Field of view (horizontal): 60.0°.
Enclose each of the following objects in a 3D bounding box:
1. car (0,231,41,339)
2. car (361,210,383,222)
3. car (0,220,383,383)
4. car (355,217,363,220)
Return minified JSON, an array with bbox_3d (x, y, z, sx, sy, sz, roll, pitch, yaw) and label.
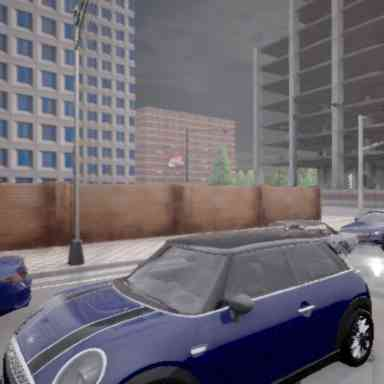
[{"bbox_3d":[-4.883,1.529,4.800,4.674,1.442,1.812,0,0,-35],"label":"car"},{"bbox_3d":[8.054,1.500,13.915,4.674,1.442,1.812,0,0,-36],"label":"car"},{"bbox_3d":[0.244,1.347,4.150,4.553,1.767,2.097,0,0,-35],"label":"car"},{"bbox_3d":[3.119,1.586,10.477,4.718,1.301,1.895,0,0,-35],"label":"car"}]
